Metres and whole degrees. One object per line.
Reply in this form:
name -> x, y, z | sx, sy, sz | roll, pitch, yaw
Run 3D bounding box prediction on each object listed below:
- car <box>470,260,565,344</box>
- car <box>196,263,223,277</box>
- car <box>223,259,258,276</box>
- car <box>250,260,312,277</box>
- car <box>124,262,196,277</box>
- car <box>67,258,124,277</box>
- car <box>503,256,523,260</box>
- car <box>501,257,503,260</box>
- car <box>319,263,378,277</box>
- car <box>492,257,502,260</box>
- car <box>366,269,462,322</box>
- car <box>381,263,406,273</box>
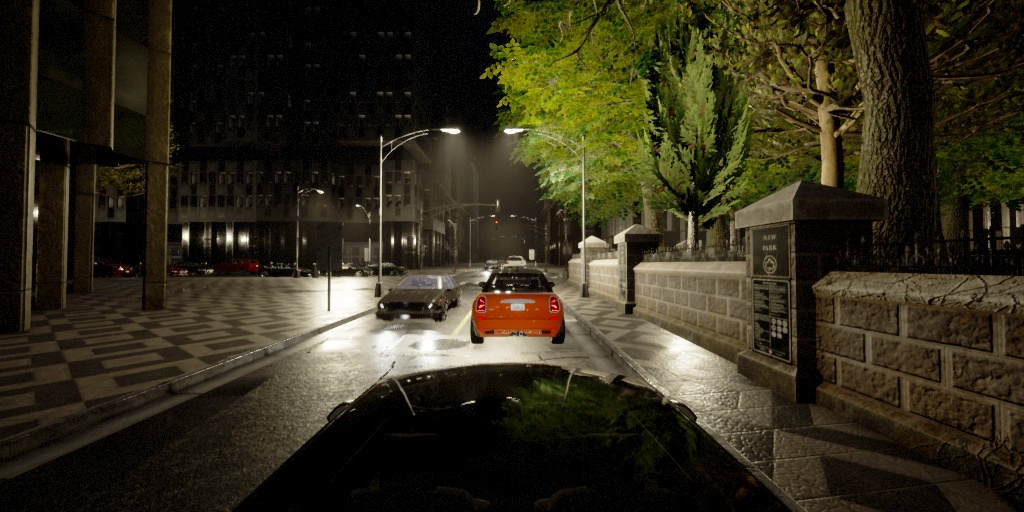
car -> 0.129, 1.107, 9.759 | 2.097, 1.767, 4.553 | 0, 0, 0
car -> -31.313, 1.289, 34.385 | 4.902, 1.511, 2.128 | 0, -1, 1
car -> -30.969, 1.238, 40.223 | 5.009, 1.841, 2.192 | 0, 0, 1
car -> -20.021, 1.290, 31.590 | 4.313, 1.339, 1.948 | 0, 0, 1
car -> -31.047, 1.321, 31.700 | 4.207, 1.307, 1.802 | 0, 0, 1
car -> -36.560, 1.062, 31.755 | 5.009, 1.841, 2.192 | 0, 0, 1
car -> 0.504, 1.041, 45.332 | 2.150, 2.045, 5.566 | 1, 0, 5
car -> -2.814, 1.370, 61.197 | 1.837, 1.490, 4.892 | 0, 0, 1
car -> -14.508, 1.268, 31.535 | 4.403, 1.370, 2.007 | 0, 0, 1
car -> -2.877, 1.326, 50.823 | 2.128, 1.511, 4.902 | 0, 0, 0
car -> -2.955, 1.305, 12.575 | 2.033, 1.411, 5.357 | 0, 0, 0
car -> -12.144, 1.335, 34.187 | 4.181, 1.385, 1.994 | 0, -1, 1
